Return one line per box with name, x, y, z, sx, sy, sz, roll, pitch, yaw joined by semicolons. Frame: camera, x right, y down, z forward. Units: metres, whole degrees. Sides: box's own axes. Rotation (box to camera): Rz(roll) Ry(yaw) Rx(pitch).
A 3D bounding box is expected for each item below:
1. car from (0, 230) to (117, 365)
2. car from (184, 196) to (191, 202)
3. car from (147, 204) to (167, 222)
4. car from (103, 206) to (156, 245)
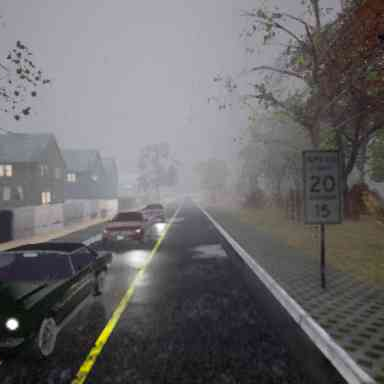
car;-2.896;1.688;6.109;1.895;1.301;4.718;-1;0;-1
car;-1.111;1.919;87.149;1.837;1.490;4.892;-1;0;-1
car;-3.175;1.718;28.206;1.812;1.442;4.674;-1;0;-1
car;-3.030;1.661;16.268;1.812;1.442;4.674;-1;0;-1
